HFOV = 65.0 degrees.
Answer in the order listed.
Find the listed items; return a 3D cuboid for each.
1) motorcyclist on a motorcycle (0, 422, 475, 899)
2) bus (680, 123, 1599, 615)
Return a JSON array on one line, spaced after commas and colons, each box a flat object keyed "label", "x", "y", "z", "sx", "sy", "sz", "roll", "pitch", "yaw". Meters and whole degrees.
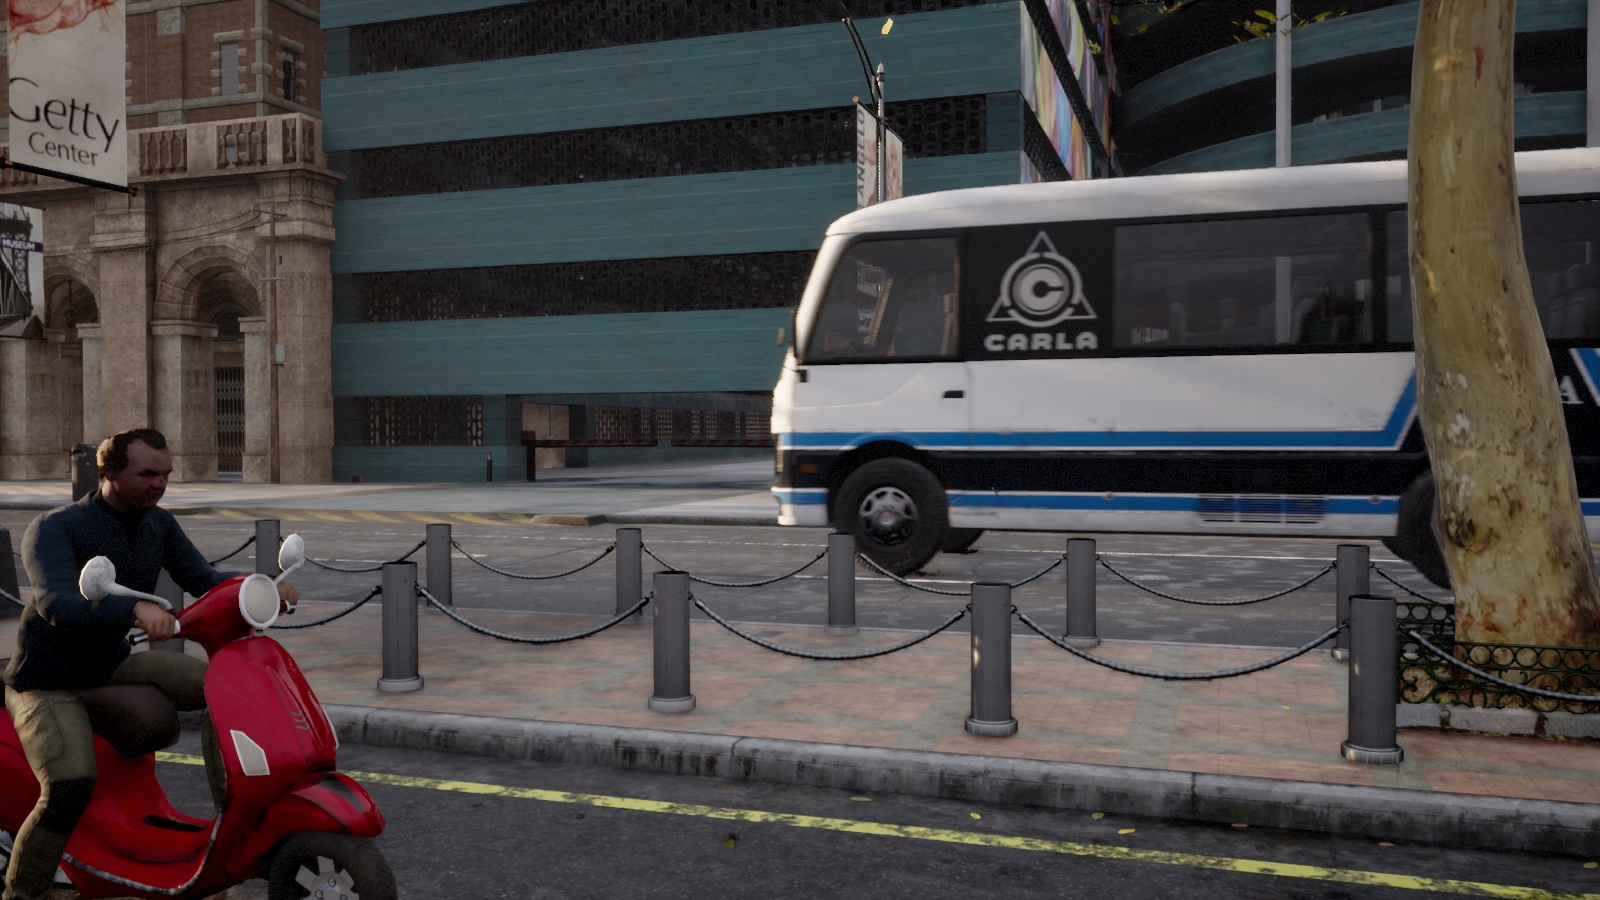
[{"label": "motorcyclist on a motorcycle", "x": -2.034, "y": 0.711, "z": 3.877, "sx": 1.817, "sy": 1.590, "sz": 0.866, "roll": 1, "pitch": 1, "yaw": 19}, {"label": "bus", "x": 4.197, "y": -0.756, "z": 13.875, "sx": 10.273, "sy": 4.253, "sz": 3.944, "roll": 1, "pitch": 1, "yaw": 19}]
